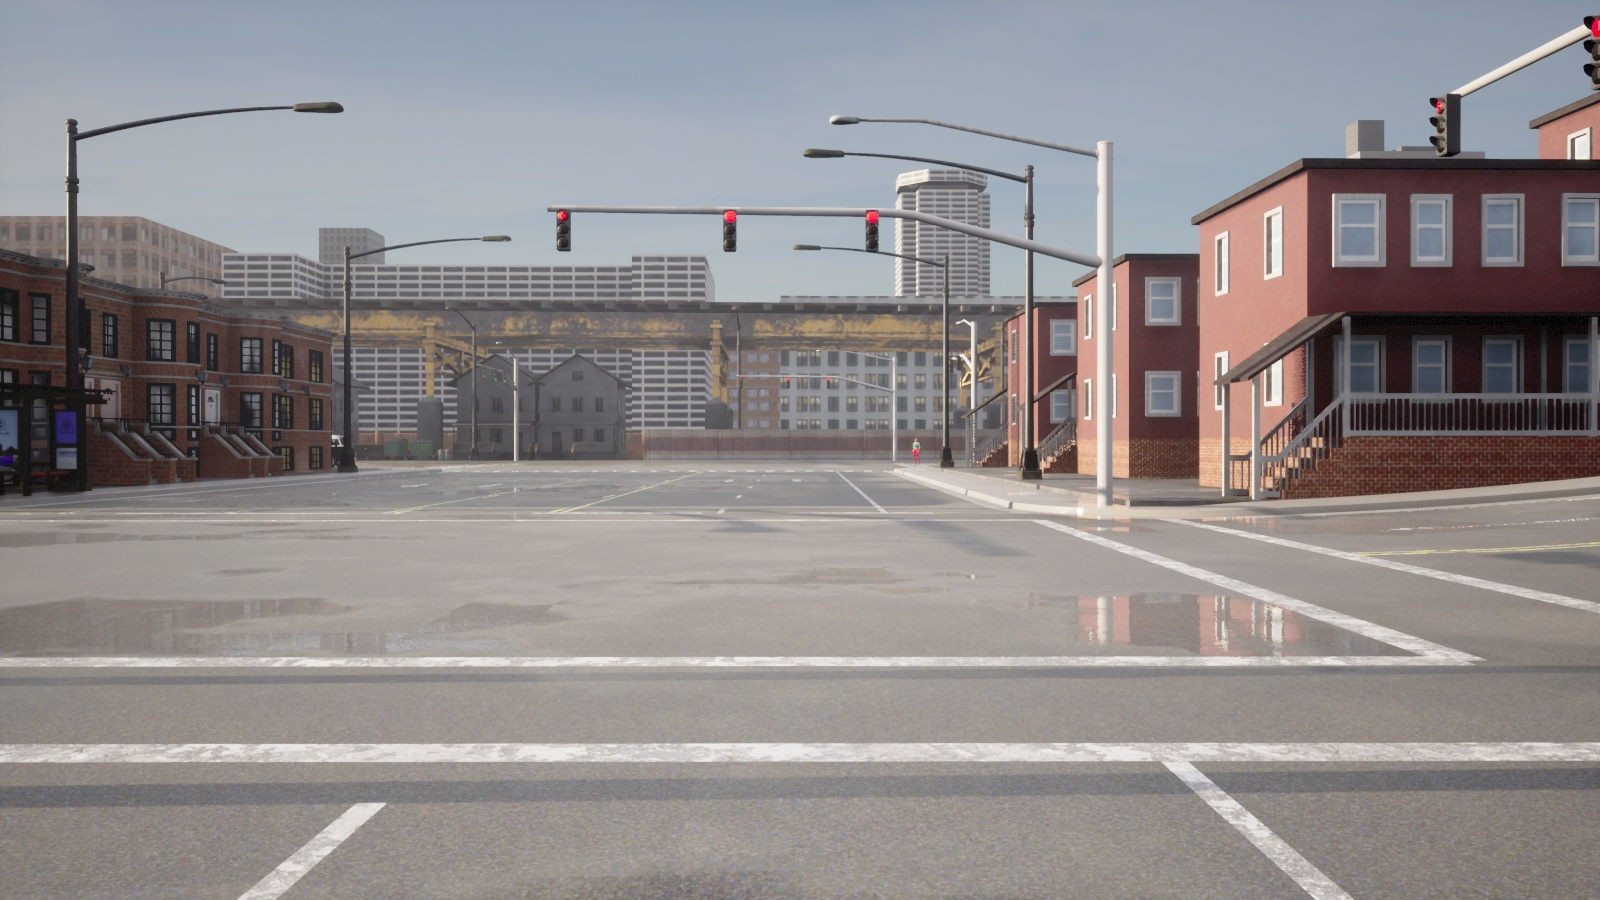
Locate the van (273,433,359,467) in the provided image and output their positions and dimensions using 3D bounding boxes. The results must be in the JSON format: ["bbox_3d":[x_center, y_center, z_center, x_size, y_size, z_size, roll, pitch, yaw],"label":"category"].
[{"bbox_3d":[-29.763,0.010,77.297,4.480,2.038,2.069,0,0,0],"label":"van"}]
